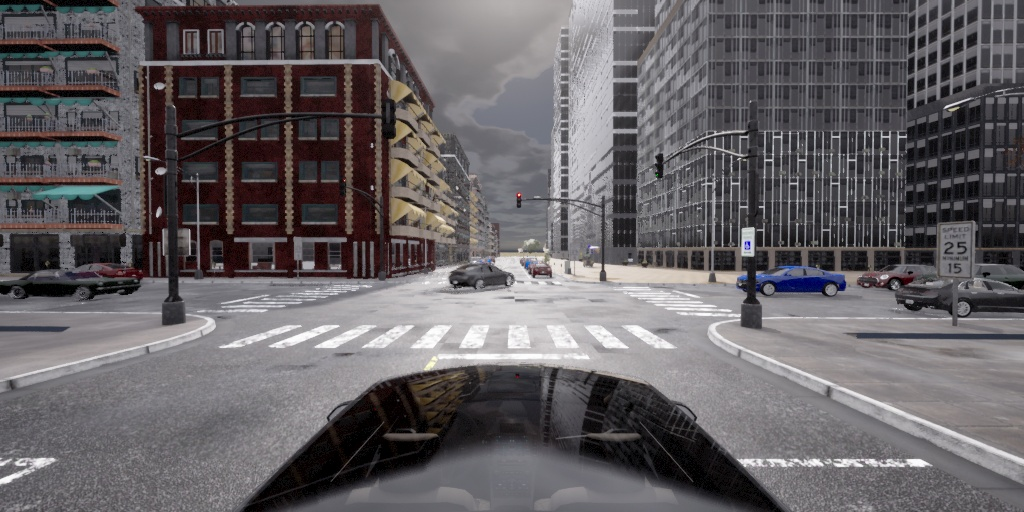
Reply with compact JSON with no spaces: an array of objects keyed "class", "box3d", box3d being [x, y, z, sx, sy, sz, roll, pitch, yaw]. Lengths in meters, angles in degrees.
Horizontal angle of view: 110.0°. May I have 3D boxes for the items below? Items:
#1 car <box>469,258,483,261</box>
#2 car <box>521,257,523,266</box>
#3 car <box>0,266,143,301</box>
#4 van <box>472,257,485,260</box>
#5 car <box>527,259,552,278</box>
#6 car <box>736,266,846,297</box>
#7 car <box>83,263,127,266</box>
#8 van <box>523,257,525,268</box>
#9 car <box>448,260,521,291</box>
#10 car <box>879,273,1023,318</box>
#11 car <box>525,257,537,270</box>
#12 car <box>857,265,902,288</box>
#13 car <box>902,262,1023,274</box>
[{"class":"car","box3d":[-5.578,1.269,50.364,1.948,1.339,4.313,0,0,0]},{"class":"car","box3d":[2.783,1.240,56.024,1.888,1.381,4.507,0,0,0]},{"class":"car","box3d":[-20.073,1.284,16.402,4.718,1.301,1.895,0,1,1]},{"class":"van","box3d":[-5.565,1.036,56.010,1.690,1.789,3.998,0,0,0]},{"class":"car","box3d":[2.731,1.271,33.440,1.888,1.381,4.507,0,0,0]},{"class":"car","box3d":[14.686,1.270,19.046,5.008,1.535,1.882,0,1,2]},{"class":"car","box3d":[-25.809,1.110,22.396,4.507,1.381,1.888,0,0,1]},{"class":"van","box3d":[2.770,1.044,50.378,1.690,1.789,3.998,0,0,0]},{"class":"car","box3d":[-1.769,1.243,22.075,1.837,1.490,4.892,3,1,36]},{"class":"car","box3d":[16.741,1.445,13.100,4.403,1.370,2.007,0,0,1]},{"class":"car","box3d":[2.744,1.159,39.086,1.967,1.591,4.097,0,0,0]},{"class":"car","box3d":[23.420,1.230,21.632,4.097,1.591,1.967,0,0,1]},{"class":"car","box3d":[24.146,1.188,18.886,4.553,1.767,2.097,0,1,1]}]
